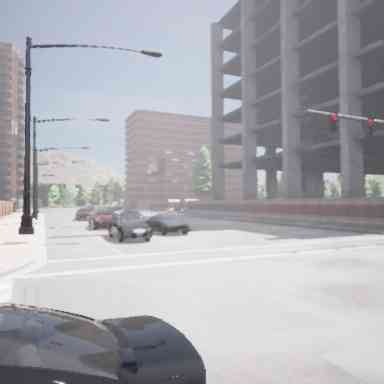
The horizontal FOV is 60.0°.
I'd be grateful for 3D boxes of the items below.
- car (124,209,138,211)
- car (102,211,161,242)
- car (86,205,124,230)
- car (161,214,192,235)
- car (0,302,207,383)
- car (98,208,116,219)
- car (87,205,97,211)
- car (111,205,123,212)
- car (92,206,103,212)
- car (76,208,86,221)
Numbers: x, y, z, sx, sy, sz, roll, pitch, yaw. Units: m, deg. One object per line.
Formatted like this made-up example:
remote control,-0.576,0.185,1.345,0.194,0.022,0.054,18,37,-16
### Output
car,-6.266,2.586,34.427,1.837,1.490,4.892,0,-2,-24
car,-3.861,2.136,20.411,2.128,1.511,4.902,0,-2,-24
car,-7.607,2.271,28.821,2.097,1.767,4.553,0,-2,-24
car,-1.841,2.302,24.460,2.033,1.411,5.357,0,-2,-24
car,-2.276,1.555,1.882,5.008,1.535,1.882,0,-2,-24
car,-12.283,3.050,48.085,1.812,1.442,4.674,0,-2,-23
car,-27.201,4.299,90.457,1.882,1.535,5.008,0,-2,-24
car,-17.413,3.789,77.035,1.812,1.442,4.674,0,-2,-24
car,-23.087,4.177,81.187,1.895,1.301,4.718,0,-2,-24
car,-13.869,2.886,42.977,1.837,1.490,4.892,0,-2,-24
